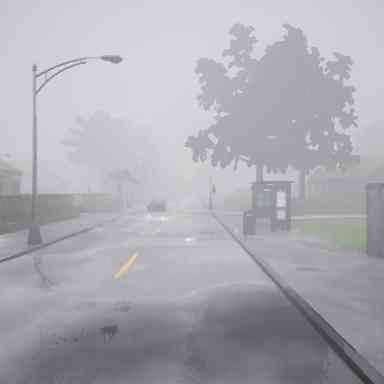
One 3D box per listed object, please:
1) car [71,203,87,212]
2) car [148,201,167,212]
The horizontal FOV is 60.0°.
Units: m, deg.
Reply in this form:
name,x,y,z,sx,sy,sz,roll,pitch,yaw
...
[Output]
name,x,y,z,sx,sy,sz,roll,pitch,yaw
car,-12.884,1.353,31.750,5.357,1.415,2.033,0,0,3
car,-4.000,1.653,38.620,1.895,1.301,4.718,0,0,0
